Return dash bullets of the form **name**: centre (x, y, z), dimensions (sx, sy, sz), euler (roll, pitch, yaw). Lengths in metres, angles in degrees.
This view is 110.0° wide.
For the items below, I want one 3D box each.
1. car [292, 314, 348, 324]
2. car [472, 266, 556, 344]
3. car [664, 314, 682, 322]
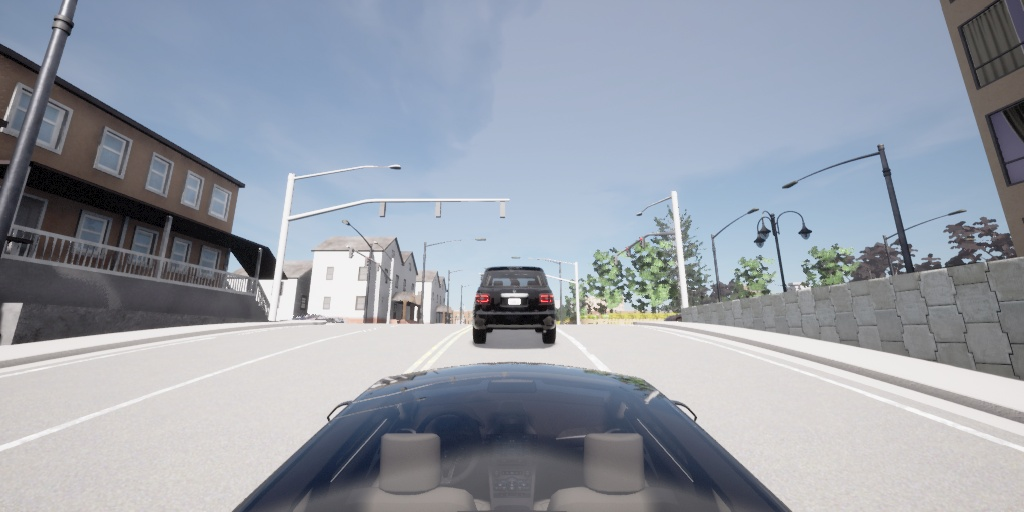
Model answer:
- **car**: centre (-15.532, 5.368, 28.258), dimensions (4.902, 1.511, 2.128), euler (-8, -12, -1)
- **car**: centre (0.064, 1.501, 11.167), dimensions (2.150, 2.045, 5.566), euler (0, -7, 0)
- **car**: centre (15.868, 5.450, 31.709), dimensions (4.553, 1.767, 2.097), euler (0, -12, 1)
